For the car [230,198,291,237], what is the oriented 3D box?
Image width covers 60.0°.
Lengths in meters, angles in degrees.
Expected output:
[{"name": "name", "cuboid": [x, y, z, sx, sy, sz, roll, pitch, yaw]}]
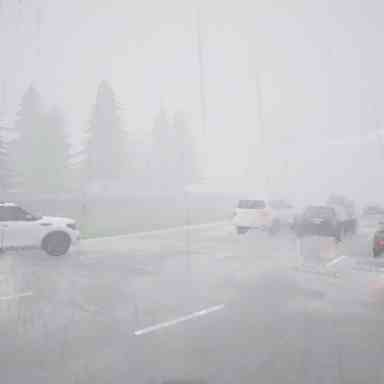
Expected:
[{"name": "car", "cuboid": [4.443, 1.348, 19.371, 2.150, 2.045, 5.566, -1, -1, 36]}]

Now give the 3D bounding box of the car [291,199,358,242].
[{"name": "car", "cuboid": [7.159, 1.452, 17.406, 2.097, 1.767, 4.553, -1, 0, 37]}]

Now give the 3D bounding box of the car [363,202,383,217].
[{"name": "car", "cuboid": [17.929, 1.681, 32.369, 1.812, 1.442, 4.674, -1, -1, 35]}]

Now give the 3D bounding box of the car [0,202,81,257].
[{"name": "car", "cuboid": [-6.925, 1.354, 11.821, 5.566, 2.045, 2.150, 0, 0, -38]}]

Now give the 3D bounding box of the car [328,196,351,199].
[{"name": "car", "cuboid": [15.999, 1.412, 35.705, 2.150, 2.045, 5.566, -1, -1, 35]}]

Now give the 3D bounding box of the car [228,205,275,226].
[{"name": "car", "cuboid": [4.678, 1.741, 25.806, 1.994, 1.385, 4.181, -1, -1, 36]}]

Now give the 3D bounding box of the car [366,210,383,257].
[{"name": "car", "cuboid": [7.970, 1.581, 12.332, 1.812, 1.442, 4.674, 0, -1, 37]}]
